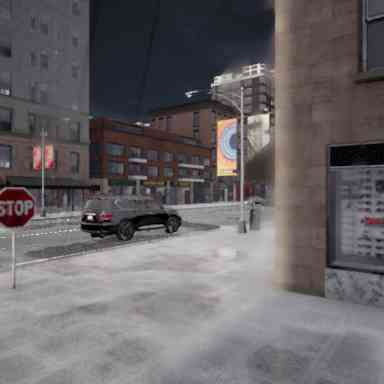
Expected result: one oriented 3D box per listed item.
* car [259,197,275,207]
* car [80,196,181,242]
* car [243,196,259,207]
[{"bbox_3d":[11.849,1.488,48.364,1.994,1.385,4.181,0,0,36],"label":"car"},{"bbox_3d":[-2.866,1.206,16.632,2.150,2.045,5.566,0,0,36],"label":"car"},{"bbox_3d":[9.206,1.411,50.255,2.128,1.511,4.902,0,0,36],"label":"car"}]
